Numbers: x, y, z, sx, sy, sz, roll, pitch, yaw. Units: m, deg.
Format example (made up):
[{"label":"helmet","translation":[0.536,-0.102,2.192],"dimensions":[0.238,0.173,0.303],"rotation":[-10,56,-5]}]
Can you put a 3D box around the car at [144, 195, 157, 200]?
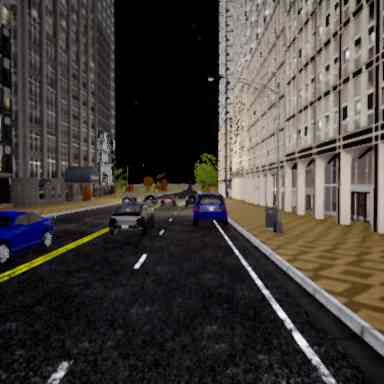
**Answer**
[{"label":"car","translation":[-6.560,1.234,52.422],"dimensions":[1.812,1.442,4.674],"rotation":[0,1,0]}]

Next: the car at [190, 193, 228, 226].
[{"label":"car","translation":[1.143,1.105,22.394],"dimensions":[2.150,2.045,5.566],"rotation":[0,0,0]}]

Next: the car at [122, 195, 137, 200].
[{"label":"car","translation":[-9.808,1.199,52.361],"dimensions":[2.128,1.511,4.902],"rotation":[0,0,0]}]

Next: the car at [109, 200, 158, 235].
[{"label":"car","translation":[-3.146,1.397,18.060],"dimensions":[2.128,1.511,4.902],"rotation":[0,0,0]}]

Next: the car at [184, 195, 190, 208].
[{"label":"car","translation":[0.042,1.262,43.826],"dimensions":[1.837,1.490,4.892],"rotation":[0,0,1]}]

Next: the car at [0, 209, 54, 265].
[{"label":"car","translation":[-6.597,1.416,11.642],"dimensions":[1.882,1.535,5.008],"rotation":[0,0,0]}]

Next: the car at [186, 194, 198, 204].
[{"label":"car","translation":[0.014,1.164,55.908],"dimensions":[1.882,1.535,5.008],"rotation":[0,0,0]}]

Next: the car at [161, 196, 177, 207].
[{"label":"car","translation":[-3.138,1.240,45.451],"dimensions":[2.128,1.511,4.902],"rotation":[0,0,0]}]
